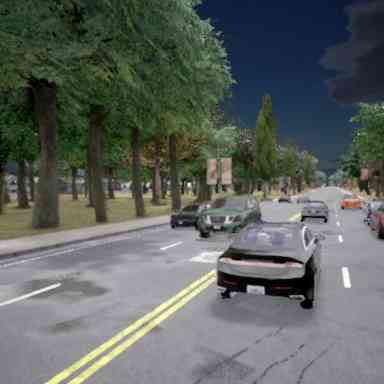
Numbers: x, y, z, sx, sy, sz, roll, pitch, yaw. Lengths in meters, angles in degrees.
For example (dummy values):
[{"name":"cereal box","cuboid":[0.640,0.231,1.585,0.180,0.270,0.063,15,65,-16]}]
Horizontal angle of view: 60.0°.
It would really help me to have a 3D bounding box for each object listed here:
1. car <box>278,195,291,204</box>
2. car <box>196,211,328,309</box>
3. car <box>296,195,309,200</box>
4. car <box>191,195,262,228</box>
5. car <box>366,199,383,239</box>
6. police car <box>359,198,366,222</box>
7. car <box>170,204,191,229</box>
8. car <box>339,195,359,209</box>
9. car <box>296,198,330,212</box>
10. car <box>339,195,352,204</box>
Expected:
[{"name":"car","cuboid":[16.615,1.303,59.430,2.033,1.411,5.357,-1,0,24]},{"name":"car","cuboid":[2.038,1.457,7.958,2.128,1.511,4.902,-1,0,23]},{"name":"car","cuboid":[18.715,1.259,56.108,1.812,1.442,4.674,-1,0,23]},{"name":"car","cuboid":[2.151,1.175,17.094,2.150,2.045,5.566,-1,0,23]},{"name":"car","cuboid":[9.934,1.216,16.047,2.097,1.767,4.553,-1,0,23]},{"name":"police car","cuboid":[12.327,1.257,21.702,1.930,1.638,5.238,-1,0,23]},{"name":"car","cuboid":[0.315,1.448,21.086,1.882,1.535,5.008,-1,0,23]},{"name":"car","cuboid":[18.711,1.096,39.282,2.097,1.767,4.553,-1,0,23]},{"name":"car","cuboid":[9.286,1.411,25.094,2.033,1.411,5.357,-1,0,23]},{"name":"car","cuboid":[25.716,1.256,55.869,1.895,1.301,4.718,-1,0,23]}]
